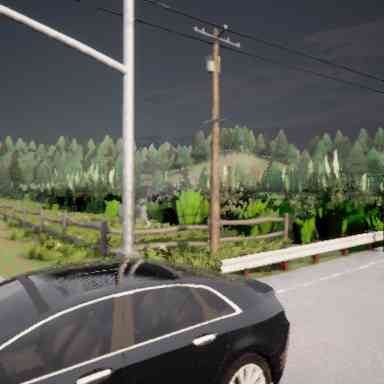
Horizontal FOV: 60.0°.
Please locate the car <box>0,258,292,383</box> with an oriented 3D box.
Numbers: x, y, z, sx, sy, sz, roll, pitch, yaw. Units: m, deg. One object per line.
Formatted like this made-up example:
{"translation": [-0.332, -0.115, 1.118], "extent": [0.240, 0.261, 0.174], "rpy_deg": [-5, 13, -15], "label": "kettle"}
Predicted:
{"translation": [-1.142, 1.498, 3.053], "extent": [4.892, 1.490, 1.837], "rpy_deg": [0, 0, -36], "label": "car"}
